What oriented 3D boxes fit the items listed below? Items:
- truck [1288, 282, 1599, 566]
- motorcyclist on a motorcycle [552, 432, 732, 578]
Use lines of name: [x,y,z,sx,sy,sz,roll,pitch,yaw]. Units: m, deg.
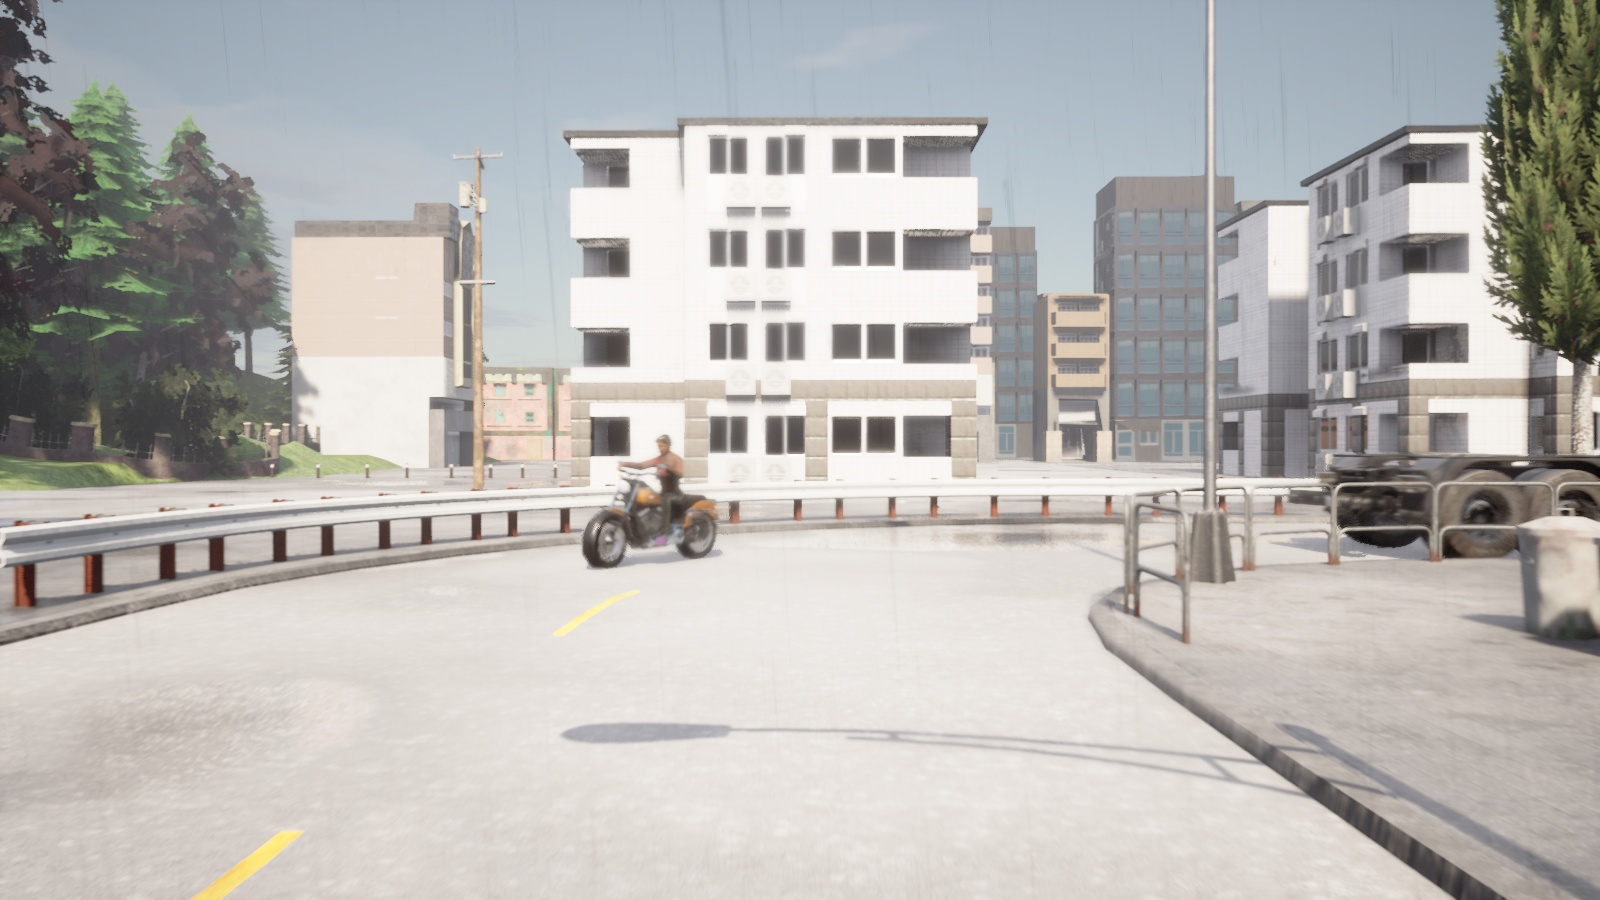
truck: [11.166,-0.323,17.109,7.936,3.462,2.891,0,0,-5]
motorcyclist on a motorcycle: [-1.881,0.611,15.356,0.766,1.649,2.350,2,1,36]
